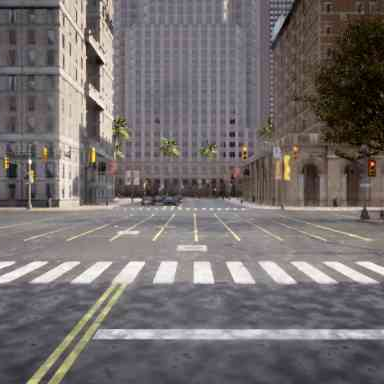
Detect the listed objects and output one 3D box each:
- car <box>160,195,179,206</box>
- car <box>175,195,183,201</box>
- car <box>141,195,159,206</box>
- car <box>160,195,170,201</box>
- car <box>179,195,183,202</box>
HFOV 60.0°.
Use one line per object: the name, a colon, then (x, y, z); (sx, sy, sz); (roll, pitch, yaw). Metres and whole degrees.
car: (-3.641, 1.532, 55.052); (2.033, 1.411, 5.357); (0, 0, 0)
car: (-3.337, 1.464, 84.466); (1.837, 1.490, 4.892); (0, 0, 1)
car: (-7.134, 1.475, 54.289); (2.128, 1.511, 4.902); (0, 0, 0)
car: (-6.840, 1.517, 84.178); (1.994, 1.385, 4.181); (0, 0, 1)
car: (-3.479, 1.492, 69.472); (2.128, 1.511, 4.902); (0, 0, 1)
